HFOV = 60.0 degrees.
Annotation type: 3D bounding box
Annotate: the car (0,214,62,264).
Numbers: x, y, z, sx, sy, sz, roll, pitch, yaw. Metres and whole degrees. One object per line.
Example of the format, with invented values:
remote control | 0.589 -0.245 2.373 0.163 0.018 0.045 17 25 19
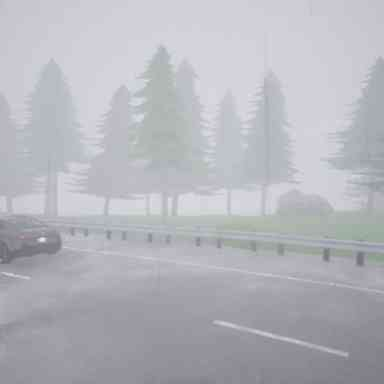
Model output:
car | -6.488 1.461 11.410 4.181 1.385 1.994 0 0 28
